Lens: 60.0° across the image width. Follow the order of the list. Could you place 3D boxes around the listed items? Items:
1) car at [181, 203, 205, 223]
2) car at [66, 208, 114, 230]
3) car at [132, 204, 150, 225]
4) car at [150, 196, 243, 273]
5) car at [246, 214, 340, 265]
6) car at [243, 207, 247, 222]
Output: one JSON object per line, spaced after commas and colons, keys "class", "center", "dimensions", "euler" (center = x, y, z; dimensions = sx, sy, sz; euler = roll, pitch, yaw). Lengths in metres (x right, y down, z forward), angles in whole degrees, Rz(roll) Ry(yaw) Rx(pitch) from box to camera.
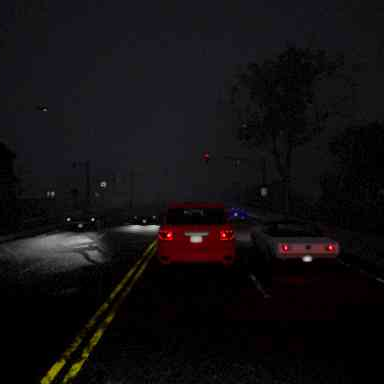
{"class": "car", "center": [0.116, 1.653, 27.420], "dimensions": [1.812, 1.442, 4.674], "euler": [0, 0, 0]}
{"class": "car", "center": [-6.574, 1.704, 21.838], "dimensions": [1.895, 1.301, 4.718], "euler": [0, 0, 0]}
{"class": "car", "center": [-3.311, 1.668, 25.849], "dimensions": [2.033, 1.411, 5.357], "euler": [0, 0, 0]}
{"class": "car", "center": [0.109, 1.276, 10.980], "dimensions": [2.150, 2.045, 5.566], "euler": [0, 0, 0]}
{"class": "car", "center": [3.351, 1.659, 11.855], "dimensions": [1.895, 1.301, 4.718], "euler": [0, 0, 0]}
{"class": "car", "center": [3.368, 1.608, 28.010], "dimensions": [1.882, 1.535, 5.008], "euler": [0, -1, 0]}
